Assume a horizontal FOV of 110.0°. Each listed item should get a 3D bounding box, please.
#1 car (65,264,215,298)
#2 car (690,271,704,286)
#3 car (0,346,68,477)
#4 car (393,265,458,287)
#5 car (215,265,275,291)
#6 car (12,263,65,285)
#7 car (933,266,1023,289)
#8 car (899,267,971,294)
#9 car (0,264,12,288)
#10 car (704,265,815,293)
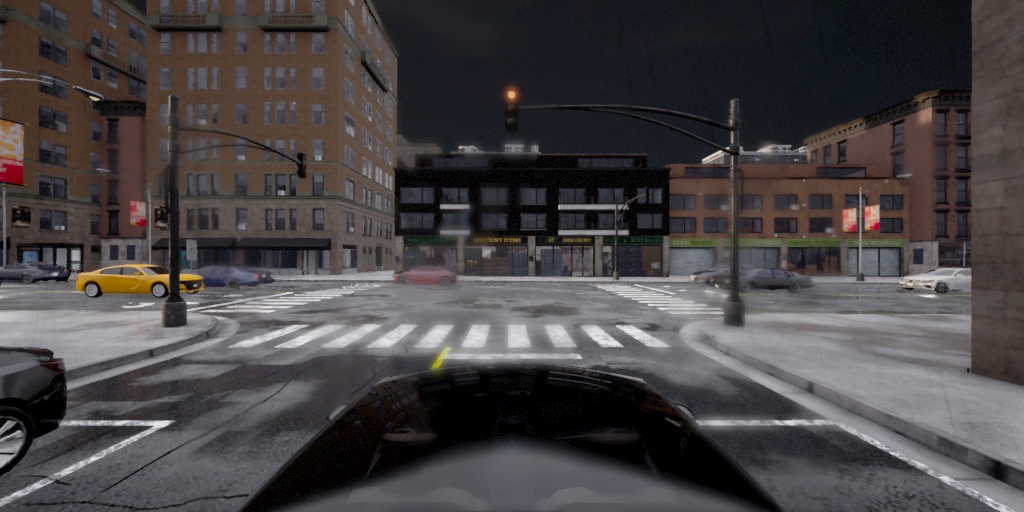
[{"bbox_3d":[-17.789,1.149,17.328,5.008,1.535,1.882,0,0,0],"label":"car"},{"bbox_3d":[14.648,1.322,24.200,4.902,1.511,2.128,0,0,0],"label":"car"},{"bbox_3d":[-5.387,1.316,1.844,1.948,1.339,4.313,0,0,0],"label":"car"},{"bbox_3d":[-5.739,1.293,24.094,4.181,1.385,1.994,0,0,0],"label":"car"},{"bbox_3d":[-16.860,1.223,20.783,5.357,1.411,2.033,0,0,-1],"label":"car"},{"bbox_3d":[-32.529,1.167,23.950,4.181,1.385,1.994,0,0,0],"label":"car"},{"bbox_3d":[32.029,1.428,24.283,4.892,1.490,1.837,0,0,0],"label":"car"},{"bbox_3d":[25.665,1.415,21.003,4.674,1.442,1.812,0,0,0],"label":"car"},{"bbox_3d":[-27.855,1.150,17.277,4.674,1.442,1.812,0,0,0],"label":"car"},{"bbox_3d":[14.570,1.378,20.969,5.357,1.411,2.033,0,0,-3],"label":"car"}]
